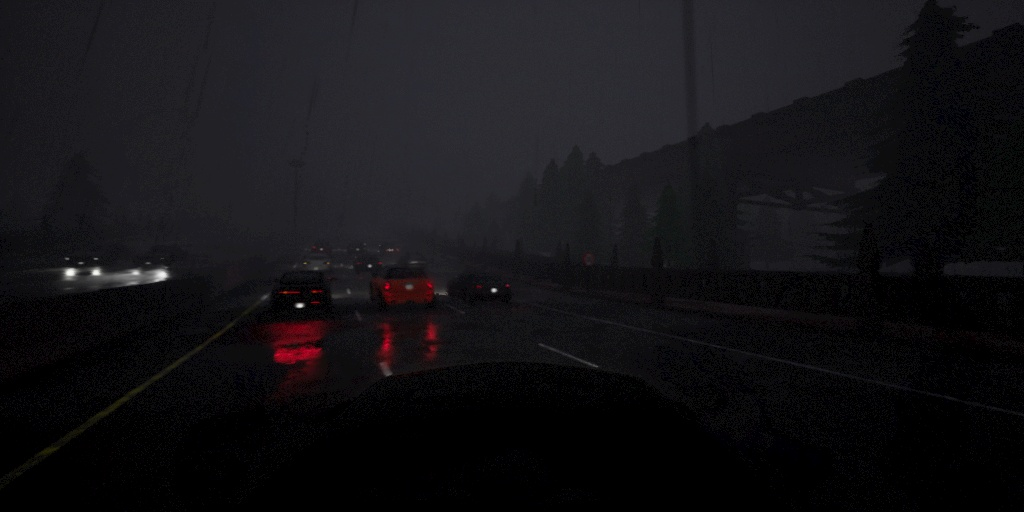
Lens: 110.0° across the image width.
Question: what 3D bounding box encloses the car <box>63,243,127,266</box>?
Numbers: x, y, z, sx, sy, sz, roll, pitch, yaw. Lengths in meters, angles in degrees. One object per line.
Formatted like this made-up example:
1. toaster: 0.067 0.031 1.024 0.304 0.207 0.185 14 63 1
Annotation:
1. car: -29.992 -0.196 26.330 2.033 1.411 5.357 0 6 -26

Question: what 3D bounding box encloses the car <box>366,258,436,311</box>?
1. car: -4.771 1.129 15.284 2.097 1.767 4.553 0 1 -27

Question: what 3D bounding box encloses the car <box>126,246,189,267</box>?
1. car: -26.488 -0.029 27.128 1.895 1.301 4.718 0 6 -26

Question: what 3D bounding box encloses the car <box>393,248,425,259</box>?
1. car: -8.329 0.491 30.085 2.128 1.511 4.902 0 5 -26

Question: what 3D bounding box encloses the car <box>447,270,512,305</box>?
1. car: -1.641 1.363 16.842 1.994 1.385 4.181 0 1 -26

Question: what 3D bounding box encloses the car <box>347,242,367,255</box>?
1. car: -17.705 -0.949 40.901 1.994 1.385 4.181 0 6 -27

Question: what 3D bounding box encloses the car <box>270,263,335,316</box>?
1. car: -7.913 1.266 13.738 1.837 1.490 4.892 0 2 -26

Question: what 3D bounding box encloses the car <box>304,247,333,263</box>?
1. car: -14.754 0.451 27.293 1.812 1.442 4.674 0 5 -26

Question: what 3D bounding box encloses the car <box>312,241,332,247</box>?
1. car: -20.831 -0.967 39.330 1.994 1.385 4.181 0 7 -27

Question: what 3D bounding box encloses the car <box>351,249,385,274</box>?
1. car: -11.461 0.544 28.520 1.994 1.385 4.181 0 5 -26

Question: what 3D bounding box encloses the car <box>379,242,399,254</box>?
1. car: -14.422 -0.905 42.155 2.033 1.411 5.357 0 6 -27
